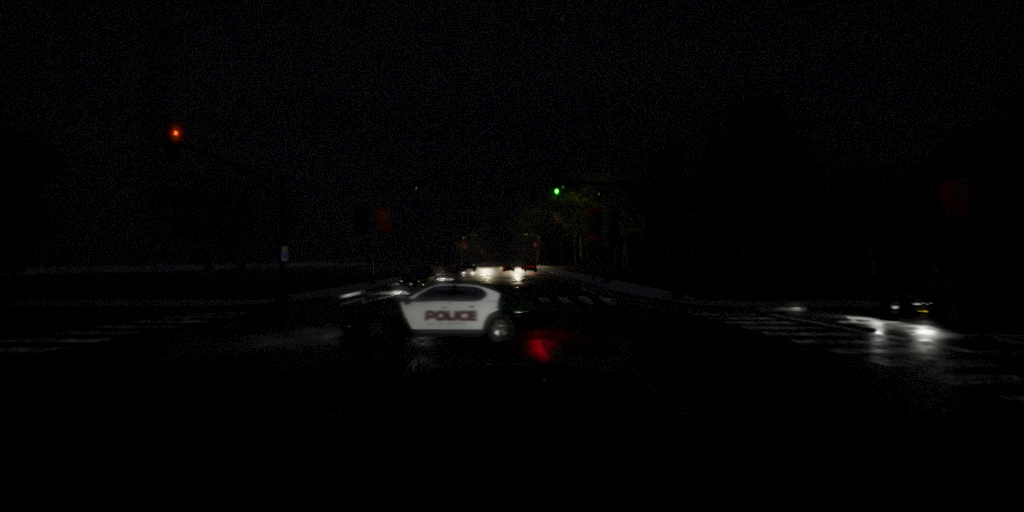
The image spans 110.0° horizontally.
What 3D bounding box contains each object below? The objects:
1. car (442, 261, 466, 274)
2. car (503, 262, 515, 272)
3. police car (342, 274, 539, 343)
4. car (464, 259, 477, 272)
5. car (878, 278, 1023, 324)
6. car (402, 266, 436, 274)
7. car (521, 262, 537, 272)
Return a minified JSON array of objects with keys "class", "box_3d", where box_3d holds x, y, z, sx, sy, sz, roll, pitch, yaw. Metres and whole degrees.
[{"class":"car","box_3d":[-6.889,1.641,41.747,1.882,1.535,5.008,0,-1,-1]},{"class":"car","box_3d":[-0.505,1.824,55.714,1.895,1.301,4.718,0,0,-1]},{"class":"police car","box_3d":[-1.798,1.374,9.563,4.974,1.542,2.038,0,-1,0]},{"class":"car","box_3d":[-7.072,1.506,60.028,2.150,2.045,5.566,0,-1,-1]},{"class":"car","box_3d":[16.242,1.572,13.060,4.892,1.490,1.837,-1,-2,-3]},{"class":"car","box_3d":[-6.669,1.544,25.847,1.837,1.490,4.892,0,1,-1]},{"class":"car","box_3d":[2.750,1.703,55.315,1.837,1.490,4.892,0,0,-1]}]
